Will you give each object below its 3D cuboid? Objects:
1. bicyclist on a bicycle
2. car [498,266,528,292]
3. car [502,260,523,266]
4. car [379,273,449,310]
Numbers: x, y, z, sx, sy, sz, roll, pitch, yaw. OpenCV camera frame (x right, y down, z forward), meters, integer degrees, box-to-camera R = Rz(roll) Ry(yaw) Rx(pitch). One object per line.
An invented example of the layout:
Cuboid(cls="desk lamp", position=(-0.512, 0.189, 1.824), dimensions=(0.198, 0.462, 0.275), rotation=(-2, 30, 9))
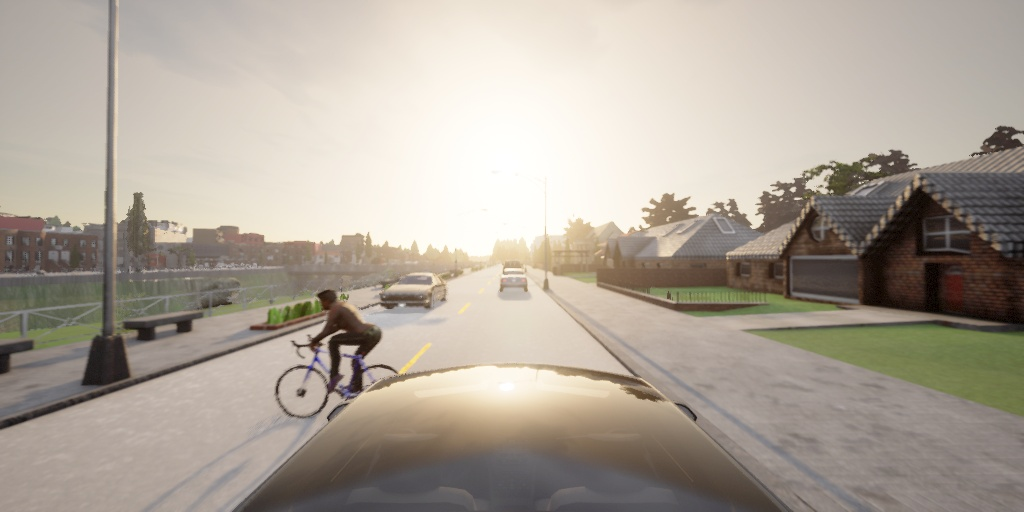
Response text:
Cuboid(cls="bicyclist on a bicycle", position=(-2.149, 1.237, 4.493), dimensions=(1.656, 1.620, 0.582), rotation=(0, -1, 0))
Cuboid(cls="car", position=(0.077, 1.585, 24.288), dimensions=(2.033, 1.411, 5.357), rotation=(0, -1, -1))
Cuboid(cls="car", position=(0.031, 1.479, 41.345), dimensions=(2.150, 2.045, 5.566), rotation=(0, 0, 0))
Cuboid(cls="car", position=(-4.079, 1.480, 15.995), dimensions=(2.033, 1.411, 5.357), rotation=(0, -1, 0))
